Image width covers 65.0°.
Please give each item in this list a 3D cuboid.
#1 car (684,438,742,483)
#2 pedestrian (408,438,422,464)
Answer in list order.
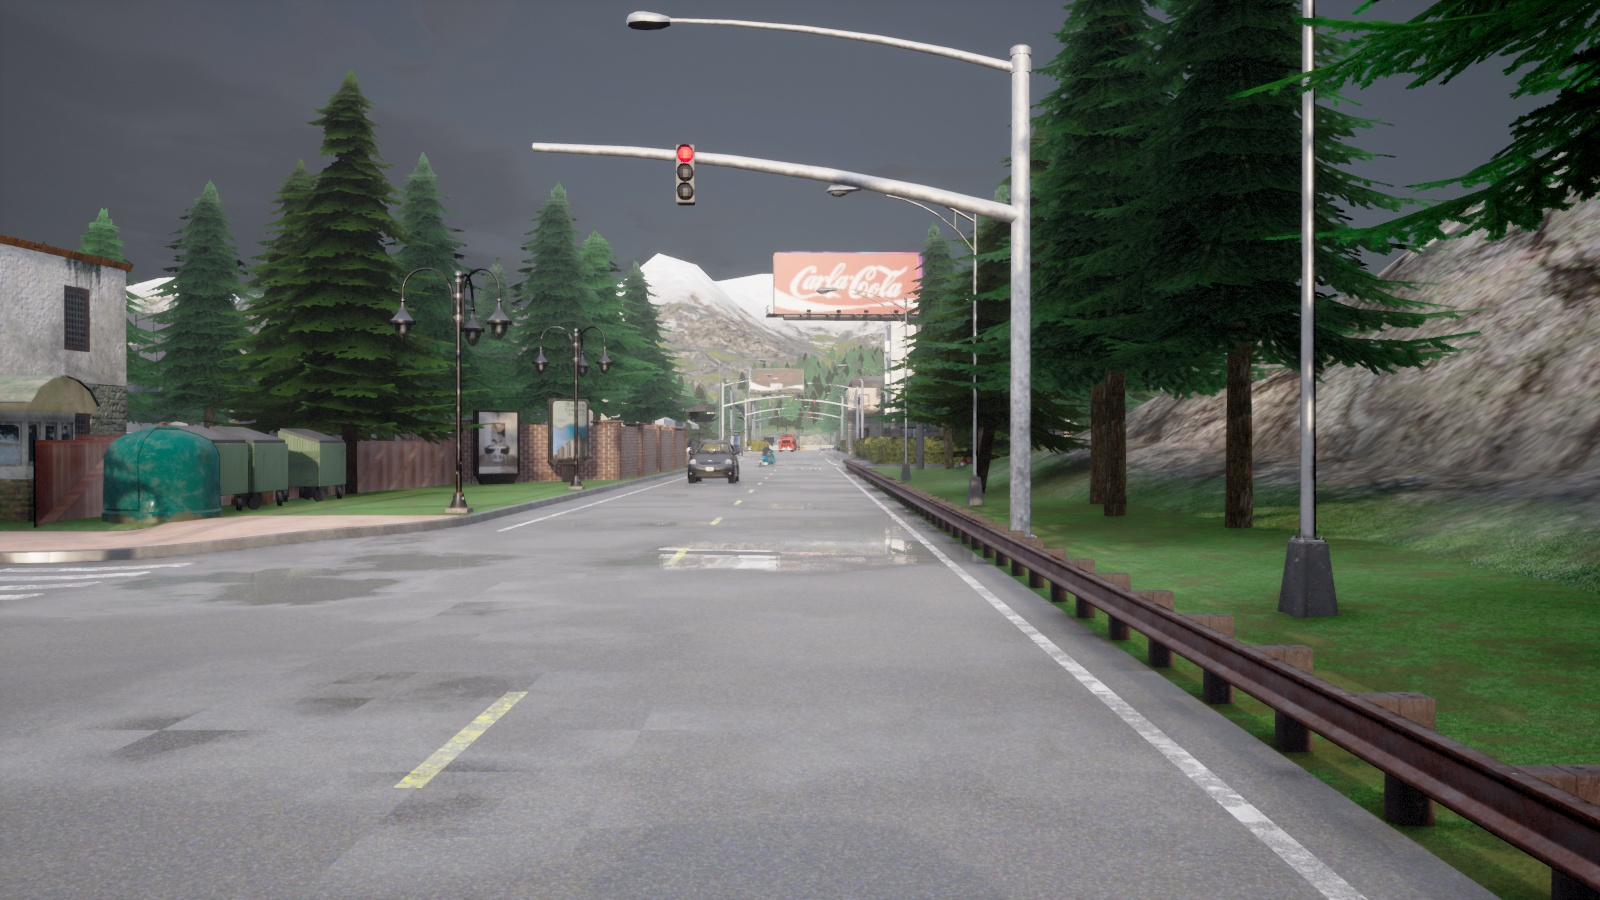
[{"bbox_3d":[-3.215,0.377,46.912,1.851,1.617,3.988,0,0,0],"label":"car"},{"bbox_3d":[-27.618,0.053,90.009,0.849,1.883,0.563,0,0,0],"label":"pedestrian"}]
